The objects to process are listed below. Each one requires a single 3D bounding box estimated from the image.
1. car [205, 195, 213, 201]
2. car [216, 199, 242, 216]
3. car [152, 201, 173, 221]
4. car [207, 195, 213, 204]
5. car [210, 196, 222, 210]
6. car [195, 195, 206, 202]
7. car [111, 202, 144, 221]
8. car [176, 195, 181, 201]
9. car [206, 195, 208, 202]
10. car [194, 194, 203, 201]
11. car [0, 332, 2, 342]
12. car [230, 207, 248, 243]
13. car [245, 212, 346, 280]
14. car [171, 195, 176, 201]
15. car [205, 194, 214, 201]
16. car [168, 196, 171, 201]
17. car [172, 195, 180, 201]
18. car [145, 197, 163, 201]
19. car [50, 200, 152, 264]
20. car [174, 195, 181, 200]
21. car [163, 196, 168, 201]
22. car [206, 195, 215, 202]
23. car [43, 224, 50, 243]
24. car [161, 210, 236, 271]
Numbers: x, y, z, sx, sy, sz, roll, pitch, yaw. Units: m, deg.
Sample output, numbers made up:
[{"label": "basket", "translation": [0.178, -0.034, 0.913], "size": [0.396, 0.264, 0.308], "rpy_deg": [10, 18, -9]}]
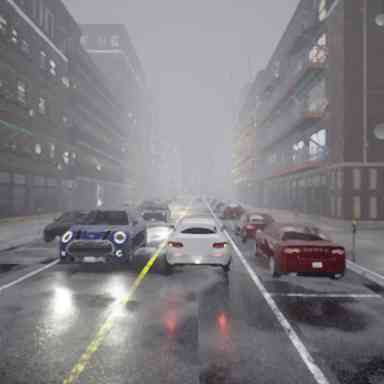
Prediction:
[{"label": "car", "translation": [4.525, 1.533, 89.195], "size": [2.008, 1.369, 4.403], "rpy_deg": [1, 0, 1]}, {"label": "car", "translation": [3.235, 1.547, 26.930], "size": [1.887, 1.381, 4.507], "rpy_deg": [1, 0, 1]}, {"label": "car", "translation": [-2.596, 1.571, 24.718], "size": [1.895, 1.301, 4.718], "rpy_deg": [0, 0, 1]}, {"label": "car", "translation": [3.706, 1.433, 49.571], "size": [1.967, 1.590, 4.097], "rpy_deg": [1, 0, 1]}, {"label": "car", "translation": [3.469, 1.548, 38.251], "size": [2.008, 1.369, 4.403], "rpy_deg": [1, 0, 1]}, {"label": "car", "translation": [1.457, 1.493, 71.549], "size": [2.033, 1.411, 5.357], "rpy_deg": [0, 0, 1]}, {"label": "car", "translation": [-5.144, 1.537, 27.144], "size": [1.802, 1.307, 4.206], "rpy_deg": [1, 0, 1]}, {"label": "car", "translation": [-4.087, 1.482, 78.089], "size": [1.887, 1.381, 4.507], "rpy_deg": [1, 0, 1]}, {"label": "car", "translation": [3.821, 1.542, 55.231], "size": [2.008, 1.369, 4.403], "rpy_deg": [1, 0, 1]}, {"label": "car", "translation": [1.678, 1.364, 82.178], "size": [2.128, 1.511, 4.902], "rpy_deg": [0, 0, 1]}, {"label": "car", "translation": [-3.098, 1.530, 1.374], "size": [2.033, 1.411, 5.357], "rpy_deg": [0, 0, 1]}, {"label": "car", "translation": [3.002, 1.590, 15.611], "size": [1.802, 1.307, 4.206], "rpy_deg": [1, 0, 1]}, {"label": "car", "translation": [2.957, 1.556, 9.949], "size": [1.887, 1.381, 4.507], "rpy_deg": [1, 0, 1]}, {"label": "car", "translation": [-4.439, 1.487, 61.107], "size": [1.887, 1.381, 4.507], "rpy_deg": [1, 0, 1]}, {"label": "car", "translation": [4.409, 1.423, 83.534], "size": [1.967, 1.590, 4.097], "rpy_deg": [1, 0, 1]}, {"label": "car", "translation": [-4.674, 1.496, 49.785], "size": [2.008, 1.369, 4.403], "rpy_deg": [1, 0, 1]}, {"label": "car", "translation": [-3.973, 1.461, 83.578], "size": [1.752, 1.417, 4.829], "rpy_deg": [1, 0, 1]}, {"label": "car", "translation": [-4.909, 1.515, 38.465], "size": [1.947, 1.339, 4.313], "rpy_deg": [1, 0, 1]}, {"label": "car", "translation": [-2.879, 1.329, 11.716], "size": [2.097, 1.767, 4.553], "rpy_deg": [0, 0, 1]}, {"label": "car", "translation": [-3.856, 1.460, 89.239], "size": [1.752, 1.417, 4.829], "rpy_deg": [1, 0, 1]}, {"label": "car", "translation": [-4.789, 1.387, 44.125], "size": [1.967, 1.590, 4.097], "rpy_deg": [1, 0, 1]}, {"label": "car", "translation": [4.292, 1.425, 77.874], "size": [1.967, 1.590, 4.097], "rpy_deg": [1, 0, 1]}, {"label": "car", "translation": [-5.380, 1.526, 15.827], "size": [1.947, 1.339, 4.313], "rpy_deg": [1, 0, 1]}, {"label": "car", "translation": [0.197, 1.521, 10.805], "size": [1.812, 1.442, 4.674], "rpy_deg": [0, 0, 1]}]
